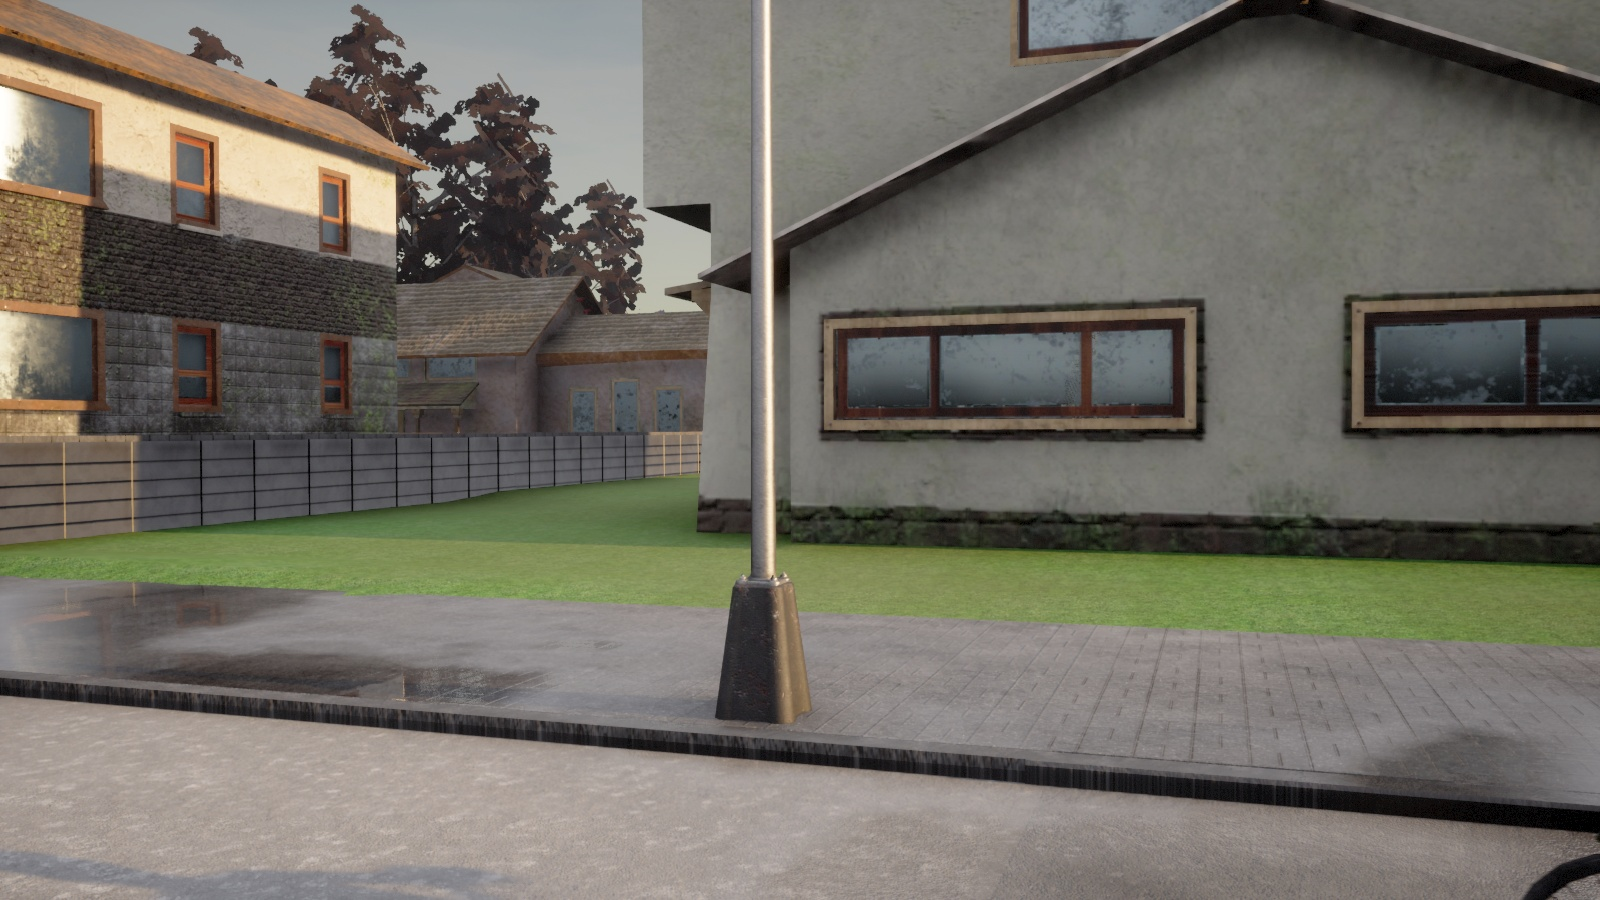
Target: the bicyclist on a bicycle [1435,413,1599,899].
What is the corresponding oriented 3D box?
[{"bbox_3d":[2.388,0.725,2.917,1.509,1.612,0.866,1,1,19],"label":"bicyclist on a bicycle"}]
